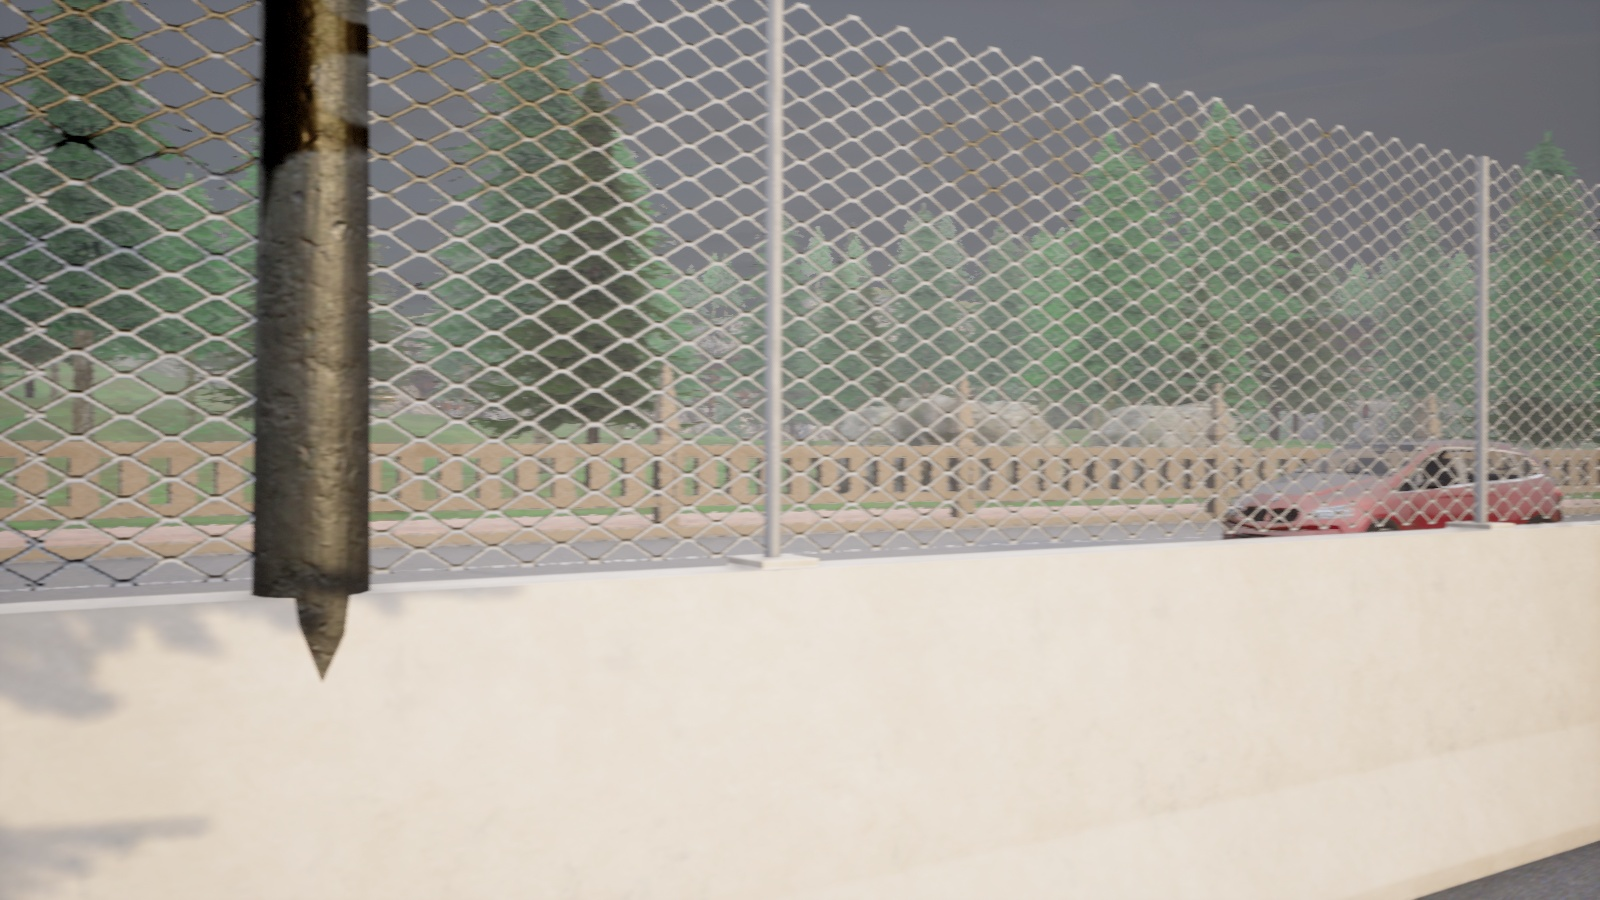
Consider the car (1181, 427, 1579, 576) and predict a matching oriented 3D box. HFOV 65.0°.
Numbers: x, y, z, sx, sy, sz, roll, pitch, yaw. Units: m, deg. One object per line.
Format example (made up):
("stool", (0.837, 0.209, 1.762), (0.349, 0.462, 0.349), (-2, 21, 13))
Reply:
("car", (7.428, 0.578, 16.070), (4.611, 1.667, 2.242), (0, 0, -27))
